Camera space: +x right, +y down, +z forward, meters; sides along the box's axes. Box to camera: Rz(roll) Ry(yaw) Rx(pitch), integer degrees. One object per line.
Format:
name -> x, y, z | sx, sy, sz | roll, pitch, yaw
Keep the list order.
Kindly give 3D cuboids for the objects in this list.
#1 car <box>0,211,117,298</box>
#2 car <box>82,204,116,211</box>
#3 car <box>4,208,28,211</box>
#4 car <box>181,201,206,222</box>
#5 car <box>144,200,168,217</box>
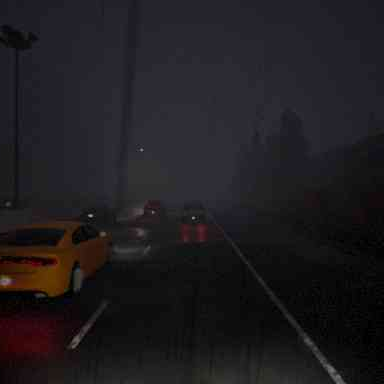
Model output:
car -> -3.401, 1.483, 8.561 | 1.882, 1.535, 5.008 | 0, 0, 0
car -> -6.901, 1.579, 24.647 | 1.994, 1.385, 4.181 | 0, 0, 0
car -> -21.068, 1.377, 38.697 | 2.097, 1.767, 4.553 | 0, 0, 0
car -> 0.099, 1.618, 26.612 | 1.895, 1.301, 4.718 | 0, 0, 0
car -> -3.402, 1.525, 31.554 | 1.837, 1.490, 4.892 | 0, 0, 0
